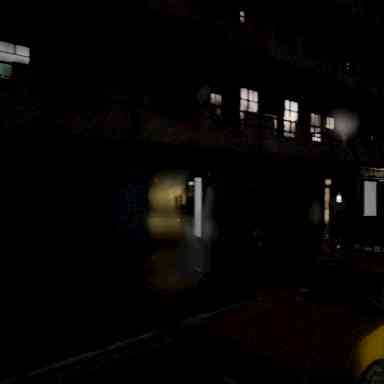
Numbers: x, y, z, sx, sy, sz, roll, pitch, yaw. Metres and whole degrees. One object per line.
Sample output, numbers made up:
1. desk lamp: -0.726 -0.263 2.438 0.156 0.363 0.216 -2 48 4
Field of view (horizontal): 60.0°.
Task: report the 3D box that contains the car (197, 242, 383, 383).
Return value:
1. car: 2.254 1.416 4.495 4.829 1.417 1.752 -1 2 -39
